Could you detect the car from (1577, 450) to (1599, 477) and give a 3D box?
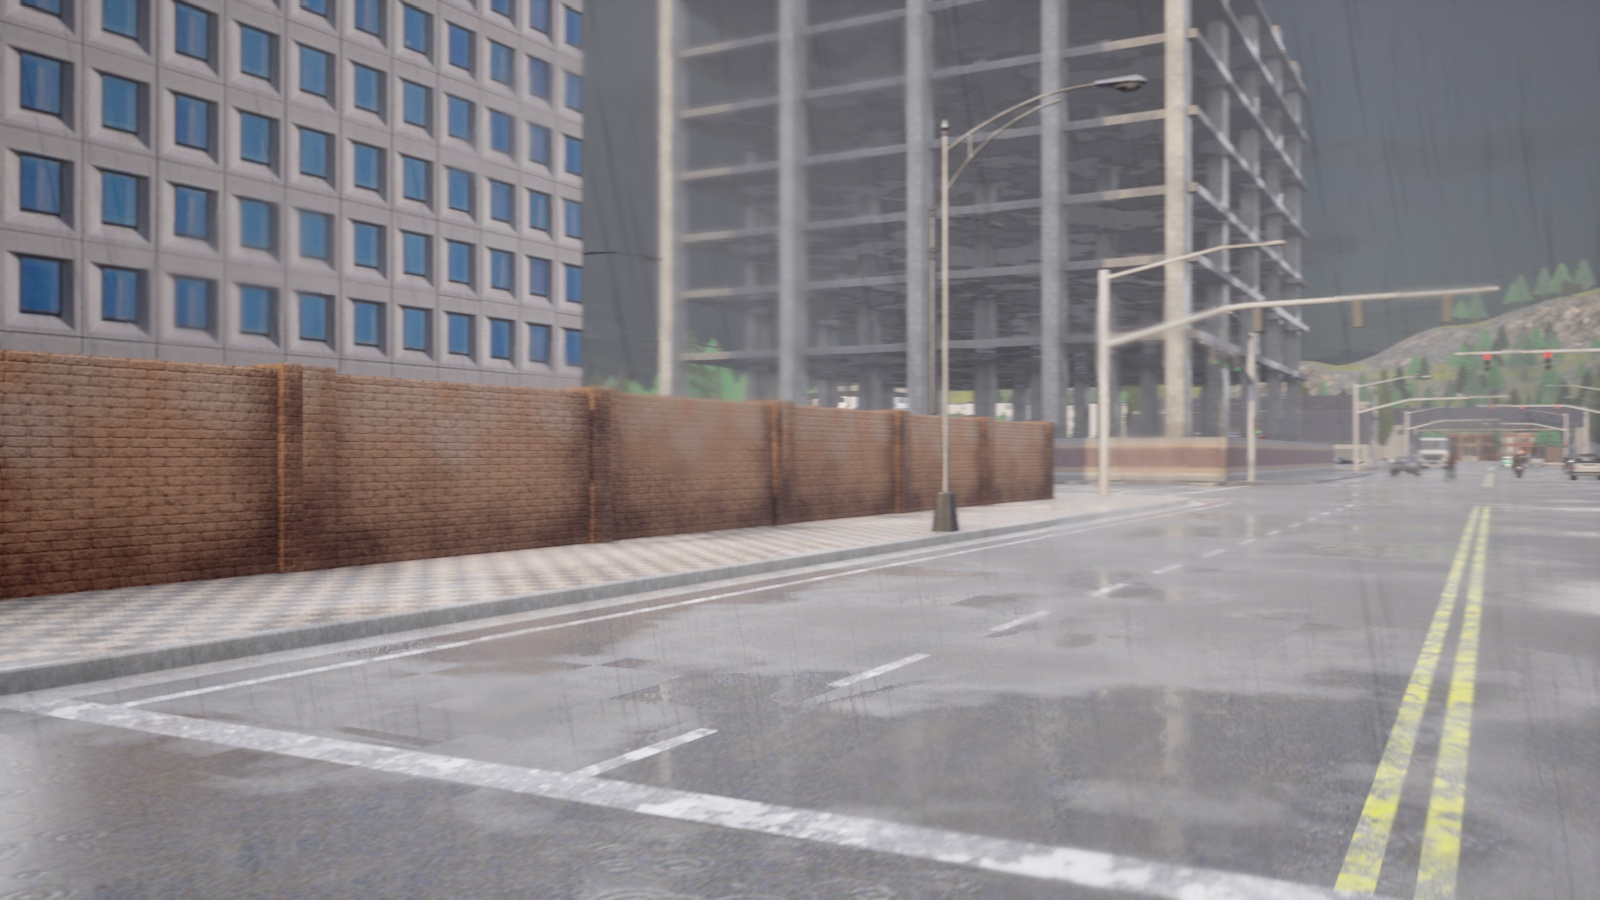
[{"bbox_3d":[48.554,0.795,76.492,1.851,1.617,3.988,0,0,29],"label":"car"}]
